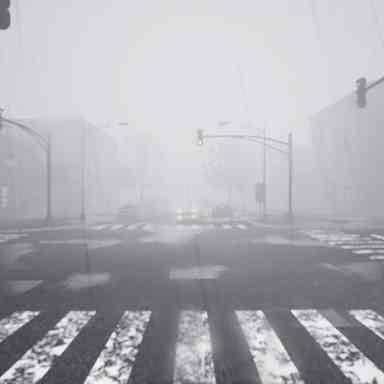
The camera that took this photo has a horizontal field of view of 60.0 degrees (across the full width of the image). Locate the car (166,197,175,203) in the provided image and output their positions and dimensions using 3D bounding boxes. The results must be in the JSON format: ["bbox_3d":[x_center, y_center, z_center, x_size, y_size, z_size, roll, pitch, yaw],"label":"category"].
[{"bbox_3d":[-5.510,2.068,85.465,1.887,1.381,4.507,0,0,0],"label":"car"}]

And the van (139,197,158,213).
[{"bbox_3d":[-5.607,1.594,41.096,1.690,1.788,3.998,0,0,0],"label":"van"}]

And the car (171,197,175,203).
[{"bbox_3d":[-5.523,2.056,79.918,1.947,1.339,4.313,0,0,0],"label":"car"}]

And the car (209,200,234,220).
[{"bbox_3d":[2.751,1.712,30.155,1.752,1.417,4.829,-1,0,0],"label":"car"}]

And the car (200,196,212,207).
[{"bbox_3d":[2.811,1.906,57.716,2.008,1.369,4.403,-1,0,0],"label":"car"}]

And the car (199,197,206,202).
[{"bbox_3d":[2.882,2.102,90.993,1.887,1.381,4.507,0,0,0],"label":"car"}]

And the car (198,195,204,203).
[{"bbox_3d":[2.846,2.023,74.354,1.947,1.339,4.313,0,0,0],"label":"car"}]

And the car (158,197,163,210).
[{"bbox_3d":[-5.594,1.832,46.642,1.887,1.381,4.507,0,0,0],"label":"car"}]

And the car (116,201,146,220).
[{"bbox_3d":[-5.629,1.767,30.003,1.802,1.307,4.206,0,0,0],"label":"car"}]

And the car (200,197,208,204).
[{"bbox_3d":[2.859,2.035,79.901,1.887,1.381,4.507,0,0,0],"label":"car"}]

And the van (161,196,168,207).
[{"bbox_3d":[-5.572,1.696,57.735,1.690,1.788,3.998,0,0,0],"label":"van"}]

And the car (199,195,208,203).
[{"bbox_3d":[2.868,1.839,85.448,2.192,1.841,5.009,0,0,0],"label":"car"}]

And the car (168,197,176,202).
[{"bbox_3d":[-5.499,2.139,91.011,1.802,1.307,4.206,0,0,0],"label":"car"}]

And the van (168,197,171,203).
[{"bbox_3d":[-5.560,1.730,63.281,1.690,1.788,3.998,0,0,0],"label":"van"}]
